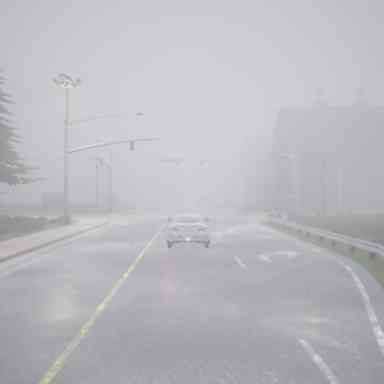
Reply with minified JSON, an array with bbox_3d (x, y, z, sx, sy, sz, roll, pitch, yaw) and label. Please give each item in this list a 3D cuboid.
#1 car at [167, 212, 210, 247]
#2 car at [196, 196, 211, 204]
[{"bbox_3d":[-0.166,1.684,15.708,1.812,1.442,4.674,0,0,0],"label":"car"},{"bbox_3d":[2.828,1.975,82.879,1.905,1.878,3.866,-7,3,-43],"label":"car"}]
